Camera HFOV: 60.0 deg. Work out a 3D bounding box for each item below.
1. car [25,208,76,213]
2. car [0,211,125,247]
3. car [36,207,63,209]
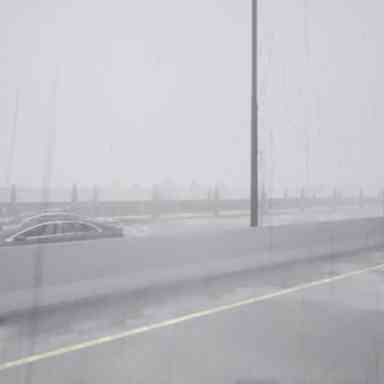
[{"bbox_3d":[-5.622,1.528,12.881,4.674,1.442,1.812,0,0,-36],"label":"car"},{"bbox_3d":[-4.271,1.493,9.545,4.902,1.511,2.128,0,0,-35],"label":"car"},{"bbox_3d":[-7.181,1.494,16.068,4.902,1.511,2.128,0,0,-36],"label":"car"}]
